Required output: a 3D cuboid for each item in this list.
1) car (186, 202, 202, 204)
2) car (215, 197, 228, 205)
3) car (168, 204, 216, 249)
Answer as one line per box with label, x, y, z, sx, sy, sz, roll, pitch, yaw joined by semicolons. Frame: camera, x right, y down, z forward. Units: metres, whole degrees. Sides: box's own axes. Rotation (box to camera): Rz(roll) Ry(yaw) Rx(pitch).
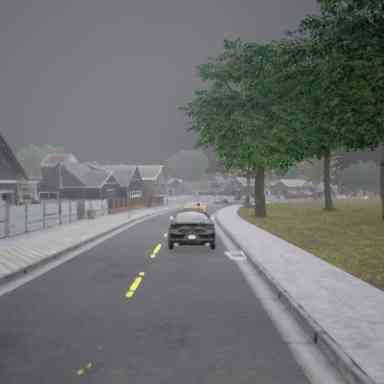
car;0.222;1.591;29.590;1.882;1.535;5.008;0;0;3
car;6.147;1.803;69.185;2.128;1.511;4.902;1;0;21
car;0.000;1.507;14.662;1.882;1.535;5.008;0;0;0
